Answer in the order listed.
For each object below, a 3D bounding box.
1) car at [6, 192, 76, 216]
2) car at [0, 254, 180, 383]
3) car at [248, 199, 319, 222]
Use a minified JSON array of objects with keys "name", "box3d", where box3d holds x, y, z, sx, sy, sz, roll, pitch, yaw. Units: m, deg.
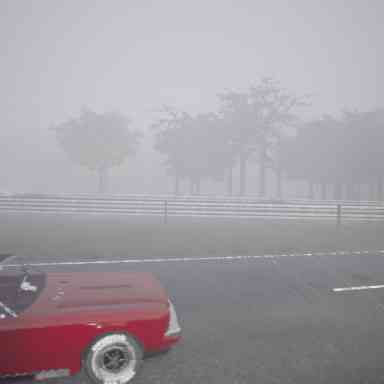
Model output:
[{"name":"car","box3d":[-10.899,0.769,24.153,4.892,1.490,1.837,1,2,6]},{"name":"car","box3d":[-2.569,1.518,4.209,4.718,1.301,1.895,1,1,-14]},{"name":"car","box3d":[6.421,1.256,23.337,4.892,1.490,1.837,1,2,0]}]
